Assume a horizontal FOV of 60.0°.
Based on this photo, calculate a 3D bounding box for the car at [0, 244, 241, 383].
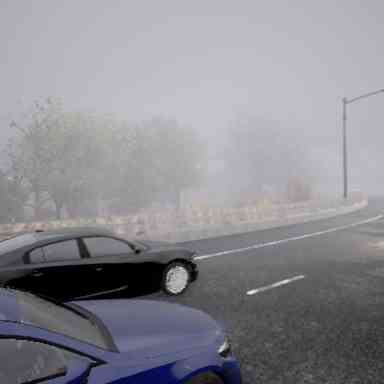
[{"bbox_3d":[-1.720,1.527,2.609,4.674,1.442,1.812,-1,1,-35],"label":"car"}]

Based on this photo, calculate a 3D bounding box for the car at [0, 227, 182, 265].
[{"bbox_3d":[-2.153,1.446,6.661,5.008,1.535,1.882,-1,1,-37],"label":"car"}]
